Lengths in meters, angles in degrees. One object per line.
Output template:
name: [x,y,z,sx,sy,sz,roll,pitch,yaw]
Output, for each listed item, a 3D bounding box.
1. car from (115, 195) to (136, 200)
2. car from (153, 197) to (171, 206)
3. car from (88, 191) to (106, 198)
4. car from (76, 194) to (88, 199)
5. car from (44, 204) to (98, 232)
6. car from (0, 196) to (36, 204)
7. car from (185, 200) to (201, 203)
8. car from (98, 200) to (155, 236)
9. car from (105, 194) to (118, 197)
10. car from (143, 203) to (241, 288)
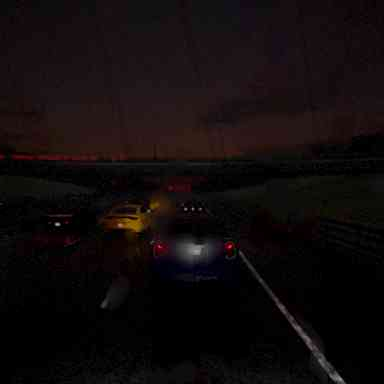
car: [-6.905,1.338,36.456,1.882,1.535,5.008,0,0,0]
car: [-3.405,1.338,36.462,1.882,1.535,5.008,0,0,0]
car: [-21.005,0.849,75.388,2.150,2.045,5.566,0,0,0]
car: [-24.505,1.165,74.588,1.837,1.490,4.892,0,0,0]
car: [-6.905,1.437,19.534,2.128,1.511,4.902,0,0,0]
car: [-17.598,1.227,33.796,2.097,1.767,4.553,0,0,0]
car: [0.089,1.441,29.775,2.033,1.411,5.357,0,0,0]
car: [-3.405,1.430,18.275,1.882,1.535,5.008,0,0,0]
car: [-17.505,1.163,75.005,1.837,1.490,4.892,0,0,0]
car: [0.071,1.345,9.393,2.097,1.767,4.553,0,0,0]
